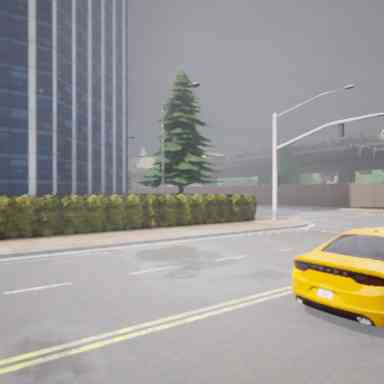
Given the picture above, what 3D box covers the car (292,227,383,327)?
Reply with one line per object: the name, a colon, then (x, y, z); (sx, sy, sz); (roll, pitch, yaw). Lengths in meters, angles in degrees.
car: (4.168, 1.466, 6.780); (5.008, 1.535, 1.882); (0, 0, -35)
